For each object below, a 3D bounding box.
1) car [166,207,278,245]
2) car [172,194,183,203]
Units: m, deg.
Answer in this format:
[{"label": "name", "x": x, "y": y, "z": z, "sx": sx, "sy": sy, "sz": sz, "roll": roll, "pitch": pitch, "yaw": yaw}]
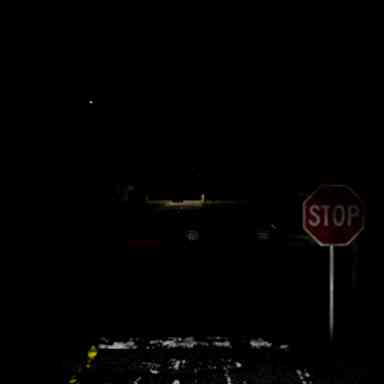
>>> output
[{"label": "car", "x": 1.333, "y": 1.441, "z": 14.937, "sx": 5.008, "sy": 1.535, "sz": 1.882, "roll": 0, "pitch": 0, "yaw": -5}, {"label": "car", "x": -2.891, "y": 1.293, "z": 67.452, "sx": 2.097, "sy": 1.767, "sz": 4.553, "roll": 0, "pitch": 0, "yaw": 0}]
